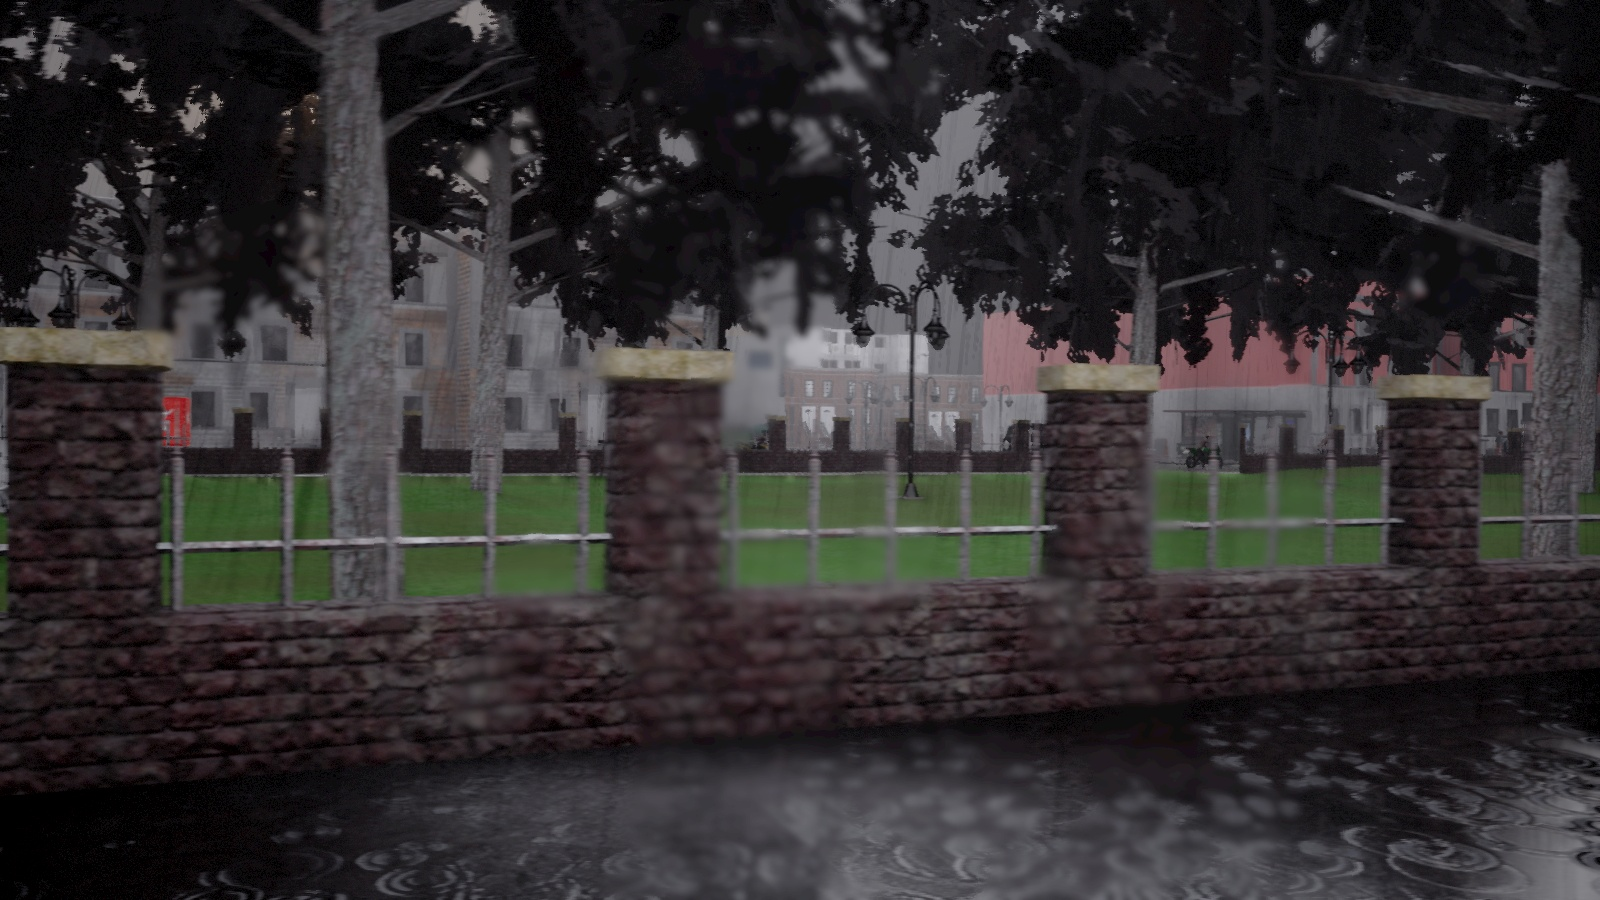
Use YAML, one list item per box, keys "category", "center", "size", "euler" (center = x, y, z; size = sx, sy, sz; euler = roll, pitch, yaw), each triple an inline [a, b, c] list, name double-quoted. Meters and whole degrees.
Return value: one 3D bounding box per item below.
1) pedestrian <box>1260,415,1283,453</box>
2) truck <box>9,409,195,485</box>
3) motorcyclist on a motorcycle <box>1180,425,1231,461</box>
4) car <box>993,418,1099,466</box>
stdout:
- category: "pedestrian"
  center: [24.374, -0.811, 64.866]
  size: [0.873, 1.952, 0.659]
  euler: [-1, 1, -20]
- category: "truck"
  center: [-23.812, -0.132, 43.130]
  size: [5.204, 2.467, 2.627]
  euler: [-1, 1, -21]
- category: "motorcyclist on a motorcycle"
  center: [17.633, -0.300, 54.640]
  size: [2.044, 1.523, 0.797]
  euler: [-1, 1, -21]
- category: "car"
  center: [10.148, -0.359, 51.794]
  size: [3.866, 1.878, 1.905]
  euler: [-1, 1, -21]
